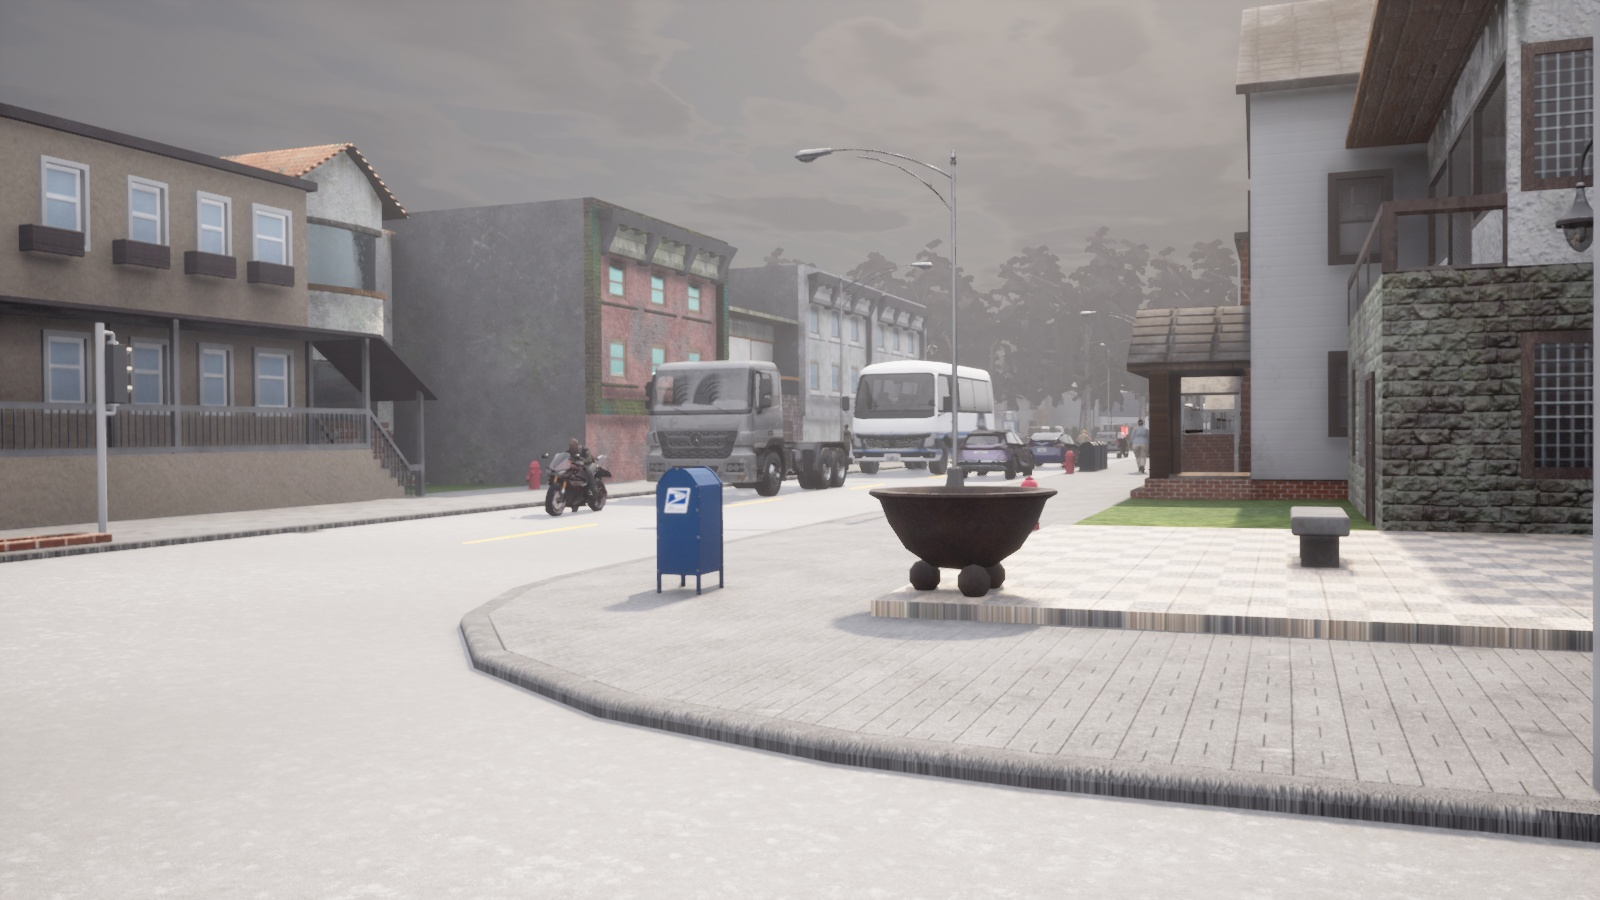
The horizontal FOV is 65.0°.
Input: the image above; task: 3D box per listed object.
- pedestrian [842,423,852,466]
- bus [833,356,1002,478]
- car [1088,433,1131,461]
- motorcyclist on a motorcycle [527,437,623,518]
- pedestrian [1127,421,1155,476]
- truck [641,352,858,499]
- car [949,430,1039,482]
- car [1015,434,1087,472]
[{"bbox_3d":[2.094,-0.253,56.161,0.396,1.930,0.692,0,1,5],"label":"pedestrian"},{"bbox_3d":[4.864,-1.240,48.989,3.944,4.253,10.273,0,1,21],"label":"bus"},{"bbox_3d":[17.425,-0.191,70.544,1.789,1.549,3.705,0,1,23],"label":"car"},{"bbox_3d":[-4.442,0.515,24.947,0.866,1.530,2.191,0,1,21],"label":"motorcyclist on a motorcycle"},{"bbox_3d":[11.533,-0.065,42.482,0.874,1.855,0.900,0,1,12],"label":"pedestrian"},{"bbox_3d":[-1.071,-0.625,33.649,2.891,3.462,7.936,0,1,21],"label":"truck"},{"bbox_3d":[6.655,0.157,42.565,2.033,1.649,4.856,0,1,21],"label":"car"},{"bbox_3d":[10.591,0.081,52.746,2.163,1.488,4.792,0,1,21],"label":"car"}]
